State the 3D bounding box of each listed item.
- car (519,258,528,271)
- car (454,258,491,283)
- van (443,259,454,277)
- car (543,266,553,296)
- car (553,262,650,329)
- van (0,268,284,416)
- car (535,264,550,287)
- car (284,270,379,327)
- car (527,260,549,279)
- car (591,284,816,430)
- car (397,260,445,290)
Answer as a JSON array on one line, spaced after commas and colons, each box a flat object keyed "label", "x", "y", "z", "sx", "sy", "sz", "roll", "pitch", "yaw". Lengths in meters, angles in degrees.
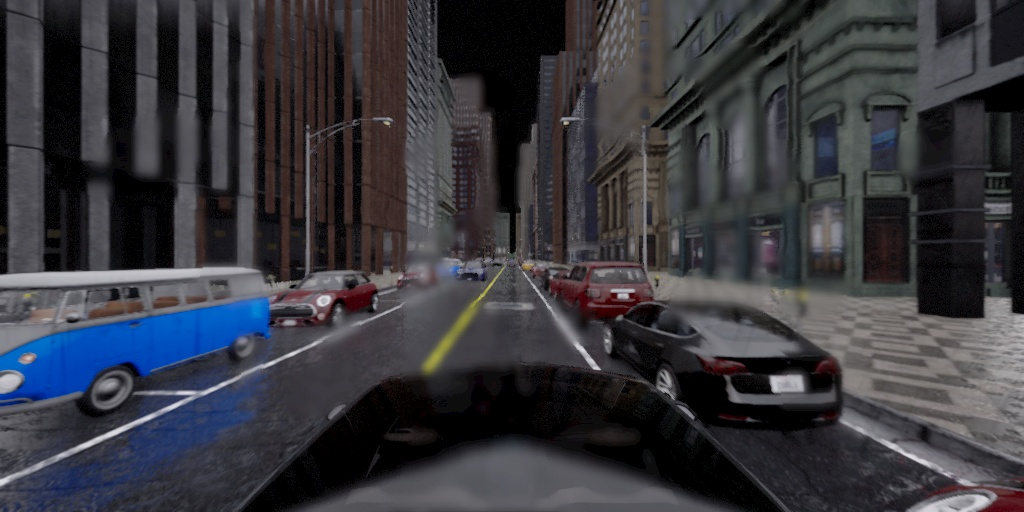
[{"label": "car", "x": 2.337, "y": 1.335, "z": 50.920, "sx": 1.801, "sy": 1.575, "sz": 5.366, "roll": 0, "pitch": 0, "yaw": 0}, {"label": "car", "x": -3.104, "y": 1.170, "z": 28.961, "sx": 2.097, "sy": 1.767, "sz": 4.553, "roll": 0, "pitch": 0, "yaw": 0}, {"label": "van", "x": -5.771, "y": 1.171, "z": 33.839, "sx": 1.690, "sy": 1.789, "sz": 3.998, "roll": 0, "pitch": 0, "yaw": 0}, {"label": "car", "x": 2.758, "y": 1.333, "z": 16.941, "sx": 1.888, "sy": 1.381, "sz": 4.507, "roll": 0, "pitch": 0, "yaw": 0}, {"label": "car", "x": 2.760, "y": 1.089, "z": 11.305, "sx": 2.192, "sy": 1.841, "sz": 5.009, "roll": 0, "pitch": 0, "yaw": 0}, {"label": "van", "x": -5.764, "y": 1.100, "z": 5.656, "sx": 1.690, "sy": 1.789, "sz": 3.998, "roll": 0, "pitch": 0, "yaw": 0}, {"label": "car", "x": 2.757, "y": 1.368, "z": 22.577, "sx": 1.948, "sy": 1.339, "sz": 4.313, "roll": 0, "pitch": 0, "yaw": 0}, {"label": "car", "x": -5.765, "y": 1.213, "z": 11.293, "sx": 1.967, "sy": 1.591, "sz": 4.097, "roll": 0, "pitch": 0, "yaw": 0}, {"label": "car", "x": 2.754, "y": 1.270, "z": 33.849, "sx": 1.967, "sy": 1.591, "sz": 4.097, "roll": 0, "pitch": 0, "yaw": 0}, {"label": "car", "x": 2.761, "y": 1.326, "z": 5.668, "sx": 1.948, "sy": 1.339, "sz": 4.313, "roll": 0, "pitch": 0, "yaw": 0}, {"label": "car", "x": -5.768, "y": 1.241, "z": 22.566, "sx": 1.967, "sy": 1.591, "sz": 4.097, "roll": 0, "pitch": 0, "yaw": 0}]
